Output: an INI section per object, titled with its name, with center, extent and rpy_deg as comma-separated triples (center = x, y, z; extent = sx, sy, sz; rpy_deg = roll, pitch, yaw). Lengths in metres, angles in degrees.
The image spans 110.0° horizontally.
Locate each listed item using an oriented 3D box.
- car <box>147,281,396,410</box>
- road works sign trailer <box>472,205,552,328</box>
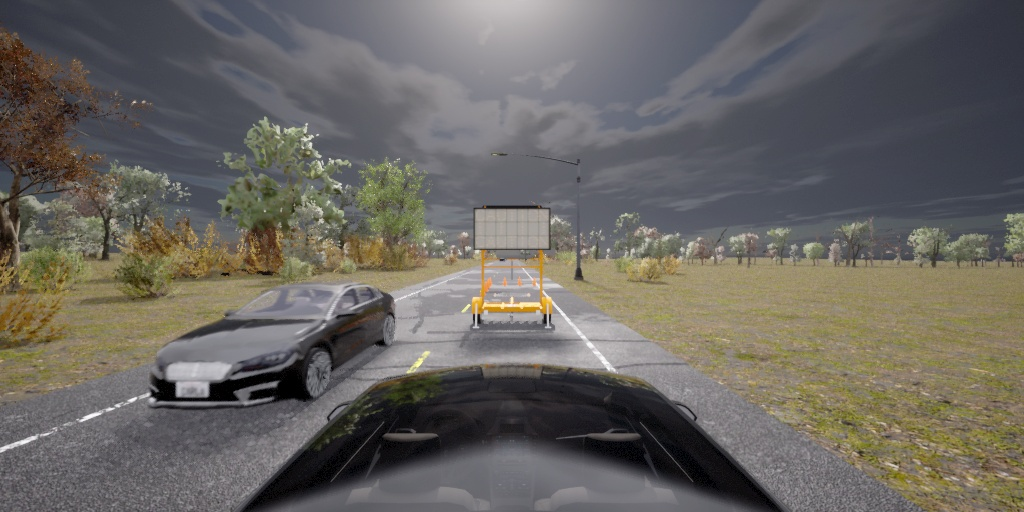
[car]
center = -3.599, 1.242, 6.491
extent = 2.128, 1.511, 4.902
rpy_deg = 0, 0, 0
[road works sign trailer]
center = 0.002, 0.216, 11.333
extent = 2.380, 3.560, 2.880
rpy_deg = 0, 0, 0
